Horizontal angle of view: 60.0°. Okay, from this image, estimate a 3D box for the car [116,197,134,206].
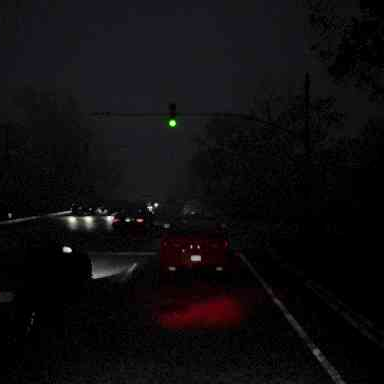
[{"bbox_3d":[-10.804,1.576,53.985,1.895,1.301,4.718,0,0,-1],"label":"car"}]

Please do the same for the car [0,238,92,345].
[{"bbox_3d":[-3.401,1.561,6.382,1.994,1.385,4.181,0,0,0],"label":"car"}]

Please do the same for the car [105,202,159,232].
[{"bbox_3d":[-3.407,1.538,20.157,2.033,1.411,5.357,0,0,0],"label":"car"}]

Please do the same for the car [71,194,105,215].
[{"bbox_3d":[-10.608,1.206,34.576,2.150,2.045,5.566,0,0,2],"label":"car"}]

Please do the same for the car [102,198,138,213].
[{"bbox_3d":[-7.098,1.532,33.352,2.033,1.411,5.357,0,0,-1],"label":"car"}]

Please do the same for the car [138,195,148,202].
[{"bbox_3d":[-7.187,1.506,42.931,1.812,1.442,4.674,0,0,0],"label":"car"}]

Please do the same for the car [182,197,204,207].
[{"bbox_3d":[0.081,1.511,30.486,1.812,1.442,4.674,0,0,0],"label":"car"}]

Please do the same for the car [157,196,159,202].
[{"bbox_3d":[-7.715,1.443,67.926,2.128,1.511,4.902,0,0,-2],"label":"car"}]

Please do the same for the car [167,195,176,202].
[{"bbox_3d":[-4.564,1.414,74.736,2.033,1.411,5.357,0,0,-3],"label":"car"}]

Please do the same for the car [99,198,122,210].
[{"bbox_3d":[-10.697,1.544,43.963,1.994,1.385,4.181,0,0,-1],"label":"car"}]

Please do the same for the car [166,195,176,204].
[{"bbox_3d":[-4.060,1.518,64.280,2.033,1.411,5.357,0,0,-2],"label":"car"}]

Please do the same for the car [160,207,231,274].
[{"bbox_3d":[0.097,1.473,10.618,1.882,1.535,5.008,0,0,0],"label":"car"}]

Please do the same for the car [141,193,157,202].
[{"bbox_3d":[-7.303,1.197,53.564,2.150,2.045,5.566,0,0,-1],"label":"car"}]
